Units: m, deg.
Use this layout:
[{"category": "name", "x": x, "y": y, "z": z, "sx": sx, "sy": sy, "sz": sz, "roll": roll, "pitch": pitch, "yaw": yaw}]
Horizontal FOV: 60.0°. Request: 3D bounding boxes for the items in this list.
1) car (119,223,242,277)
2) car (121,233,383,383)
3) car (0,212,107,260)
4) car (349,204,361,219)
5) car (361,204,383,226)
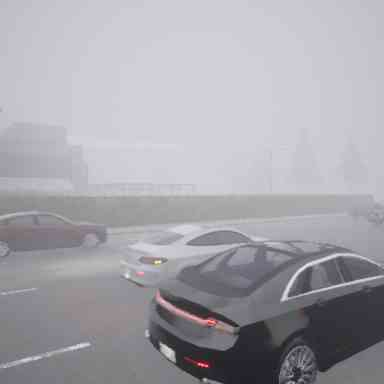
[{"category": "car", "x": 0.489, "y": 1.526, "z": 8.413, "sx": 4.674, "sy": 1.442, "sz": 1.812, "roll": 0, "pitch": 0, "yaw": -36}, {"category": "car", "x": 1.705, "y": 1.491, "z": 4.964, "sx": 4.902, "sy": 1.511, "sz": 2.128, "roll": 0, "pitch": 0, "yaw": -36}, {"category": "car", "x": -5.723, "y": 1.477, "z": 12.562, "sx": 5.008, "sy": 1.535, "sz": 1.882, "roll": 0, "pitch": 0, "yaw": -35}, {"category": "car", "x": 14.974, "y": 1.601, "z": 27.397, "sx": 4.718, "sy": 1.301, "sz": 1.895, "roll": 0, "pitch": 0, "yaw": -37}, {"category": "car", "x": 13.860, "y": 1.547, "z": 22.237, "sx": 5.357, "sy": 1.411, "sz": 2.033, "roll": 0, "pitch": 0, "yaw": -36}]
